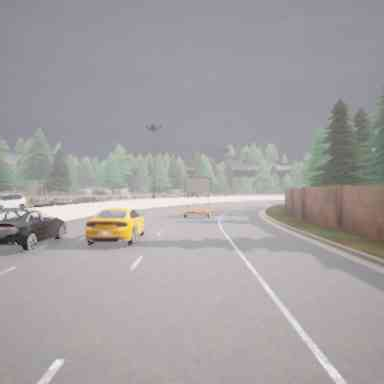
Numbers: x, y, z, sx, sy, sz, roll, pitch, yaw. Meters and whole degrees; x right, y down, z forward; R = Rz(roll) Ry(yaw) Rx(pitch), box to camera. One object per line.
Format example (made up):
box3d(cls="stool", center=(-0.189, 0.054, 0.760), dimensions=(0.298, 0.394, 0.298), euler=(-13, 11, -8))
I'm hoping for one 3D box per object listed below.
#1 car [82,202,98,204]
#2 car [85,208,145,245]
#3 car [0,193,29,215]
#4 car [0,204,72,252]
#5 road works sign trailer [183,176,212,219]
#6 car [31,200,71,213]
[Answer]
box3d(cls="car", center=(-12.119, 1.310, 37.011), dimensions=(2.097, 1.767, 4.553), euler=(0, 0, 12))
box3d(cls="car", center=(-3.381, 1.460, 15.455), dimensions=(1.882, 1.535, 5.008), euler=(0, 0, 0))
box3d(cls="car", center=(-19.674, 1.181, 34.620), dimensions=(2.150, 2.045, 5.566), euler=(0, 0, 9))
box3d(cls="car", center=(-6.890, 1.476, 13.846), dimensions=(2.128, 1.511, 4.902), euler=(0, 0, 0))
box3d(cls="road works sign trailer", center=(0.571, 0.432, 29.138), dimensions=(2.380, 3.560, 2.880), euler=(0, 0, 10))
box3d(cls="car", center=(-15.683, 1.559, 37.271), dimensions=(1.895, 1.301, 4.718), euler=(0, 0, 11))
